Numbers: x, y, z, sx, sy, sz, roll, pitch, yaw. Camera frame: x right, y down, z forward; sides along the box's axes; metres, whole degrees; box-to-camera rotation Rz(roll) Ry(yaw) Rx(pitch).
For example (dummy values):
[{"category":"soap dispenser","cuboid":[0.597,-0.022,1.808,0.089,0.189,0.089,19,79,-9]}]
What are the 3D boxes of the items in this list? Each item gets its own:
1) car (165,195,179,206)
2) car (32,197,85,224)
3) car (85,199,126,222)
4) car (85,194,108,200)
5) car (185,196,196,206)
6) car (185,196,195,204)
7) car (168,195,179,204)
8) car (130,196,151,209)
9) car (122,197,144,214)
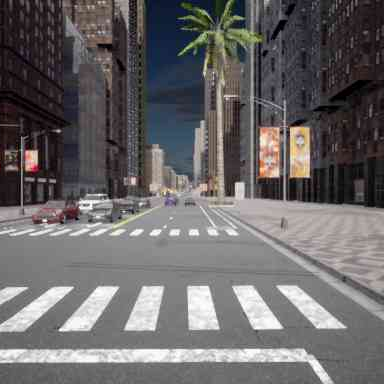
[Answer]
[{"category":"car","cuboid":[-3.574,1.557,56.522,1.812,1.442,4.674,0,0,0]},{"category":"car","cuboid":[-9.987,1.354,24.769,2.097,1.767,4.553,0,0,0]},{"category":"car","cuboid":[-6.742,1.528,26.179,1.812,1.442,4.674,0,0,0]},{"category":"car","cuboid":[-10.043,1.227,34.257,2.150,2.045,5.566,0,0,0]},{"category":"car","cuboid":[-0.322,1.578,56.124,2.033,1.411,5.357,0,0,0]},{"category":"car","cuboid":[-0.382,1.530,66.547,1.882,1.535,5.008,0,0,0]},{"category":"car","cuboid":[-3.631,1.404,66.498,2.097,1.767,4.553,0,0,0]},{"category":"car","cuboid":[-6.852,1.507,46.146,2.128,1.511,4.902,0,0,0]},{"category":"car","cuboid":[-6.802,1.553,35.850,2.033,1.411,5.357,0,0,0]}]
